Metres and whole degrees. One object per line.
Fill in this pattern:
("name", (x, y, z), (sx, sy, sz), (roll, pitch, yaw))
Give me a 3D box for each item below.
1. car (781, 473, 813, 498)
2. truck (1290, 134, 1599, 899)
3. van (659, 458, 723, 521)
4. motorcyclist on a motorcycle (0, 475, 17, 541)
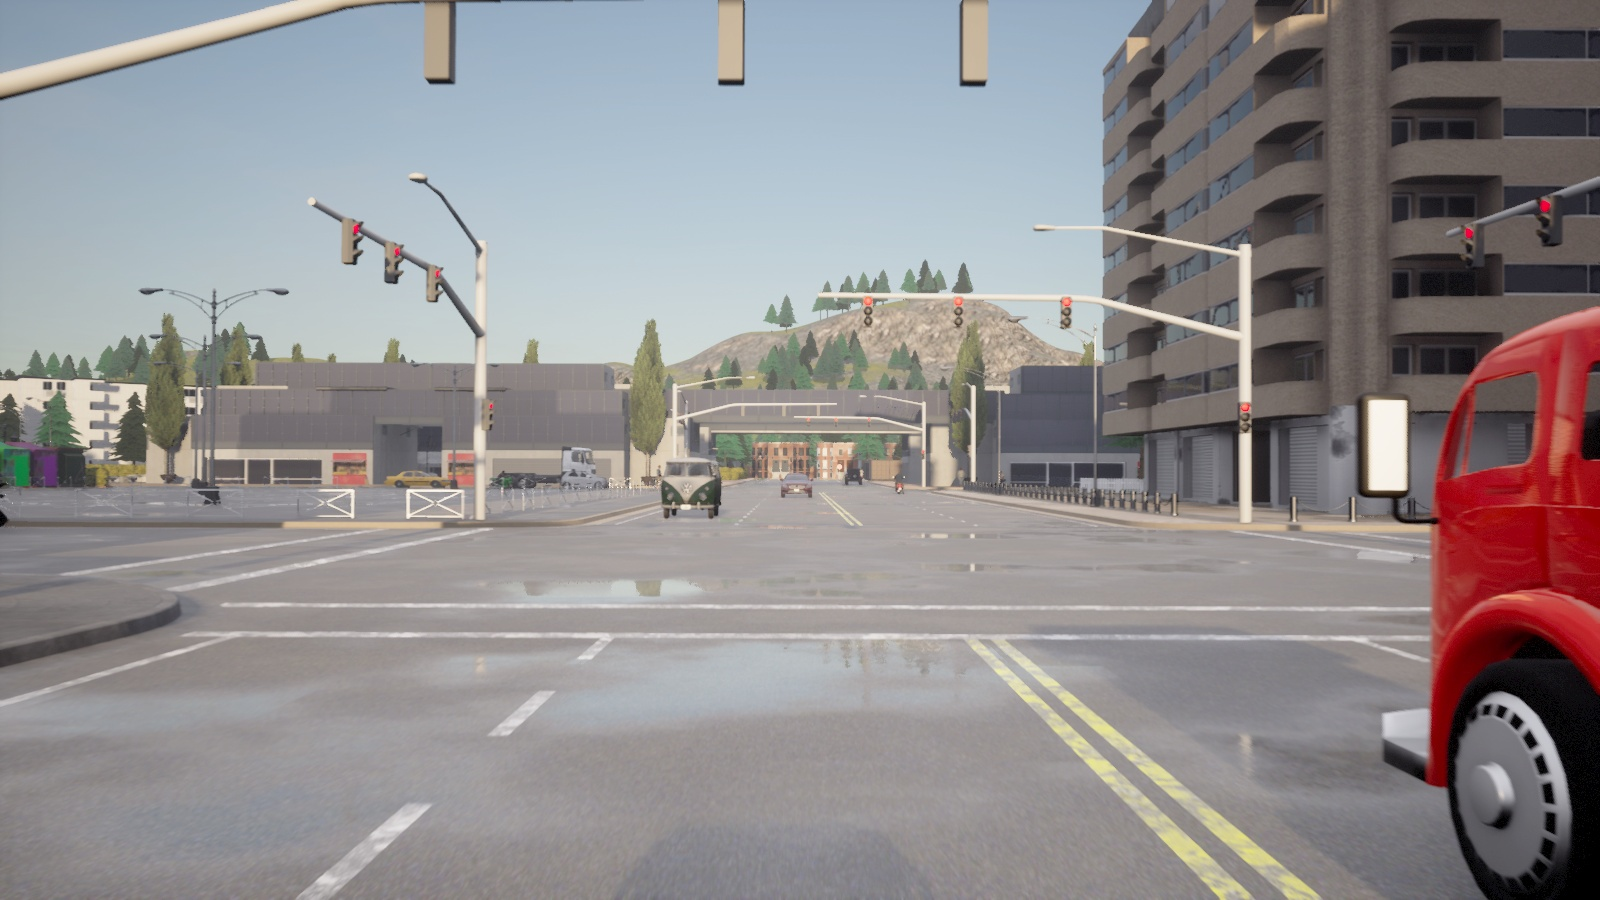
("car", (-0.175, 2.083, 74.206), (1.812, 1.442, 4.674), (0, -1, 0))
("truck", (3.492, 0.363, 2.930), (2.627, 2.467, 5.204), (0, -1, 0))
("van", (-3.600, 1.288, 42.192), (1.775, 1.987, 4.442), (0, -1, 0))
("motorcyclist on a motorcycle", (-19.730, 1.366, 29.427), (2.191, 1.530, 0.866), (0, -1, 0))
